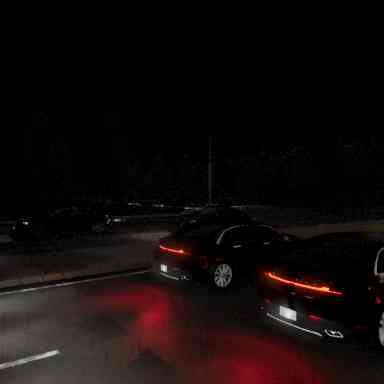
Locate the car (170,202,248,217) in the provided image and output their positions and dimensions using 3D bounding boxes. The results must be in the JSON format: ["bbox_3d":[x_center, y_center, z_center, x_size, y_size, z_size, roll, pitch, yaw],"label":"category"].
[{"bbox_3d":[1.344,1.525,19.060,4.674,1.442,1.812,0,0,-35],"label":"car"}]

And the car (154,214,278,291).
[{"bbox_3d":[1.336,1.505,9.049,4.892,1.490,1.837,0,0,-35],"label":"car"}]

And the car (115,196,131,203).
[{"bbox_3d":[-14.131,1.491,66.311,2.128,1.511,4.902,0,0,-35],"label":"car"}]

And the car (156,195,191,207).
[{"bbox_3d":[-2.869,1.547,50.104,2.033,1.411,5.357,0,0,-35],"label":"car"}]

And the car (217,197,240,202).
[{"bbox_3d":[6.124,1.526,55.603,1.812,1.442,4.674,0,0,-35],"label":"car"}]

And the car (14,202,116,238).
[{"bbox_3d":[-6.679,1.491,17.650,4.902,1.511,2.128,0,0,-35],"label":"car"}]

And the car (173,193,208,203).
[{"bbox_3d":[-0.105,1.221,52.242,2.150,2.045,5.566,0,0,-36],"label":"car"}]

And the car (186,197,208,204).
[{"bbox_3d":[0.910,1.601,63.065,1.895,1.301,4.718,0,0,-35],"label":"car"}]

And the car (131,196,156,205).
[{"bbox_3d":[-8.360,1.601,57.968,1.895,1.301,4.718,0,0,-35],"label":"car"}]

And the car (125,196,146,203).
[{"bbox_3d":[-11.764,1.540,69.062,2.033,1.411,5.357,0,0,-35],"label":"car"}]

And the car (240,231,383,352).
[{"bbox_3d":[3.368,1.505,6.200,4.892,1.490,1.837,0,0,-35],"label":"car"}]
